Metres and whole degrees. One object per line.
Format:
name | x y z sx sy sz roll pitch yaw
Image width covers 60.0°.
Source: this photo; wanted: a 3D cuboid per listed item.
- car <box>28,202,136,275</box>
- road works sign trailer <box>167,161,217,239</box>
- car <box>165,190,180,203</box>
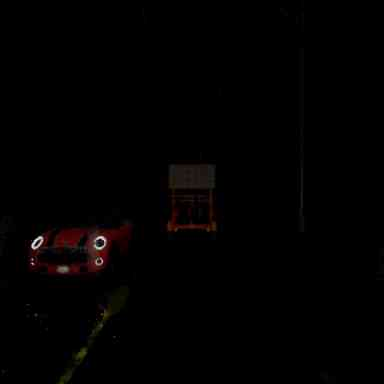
car | -3.101 1.257 10.245 2.097 1.767 4.553 0 1 0
road works sign trailer | 0.000 0.316 16.202 2.380 3.560 2.880 0 1 0
car | -3.062 0.765 54.211 2.150 2.045 5.566 0 0 0
